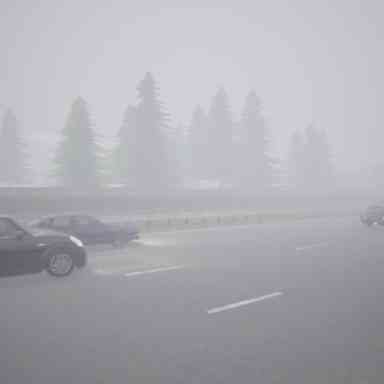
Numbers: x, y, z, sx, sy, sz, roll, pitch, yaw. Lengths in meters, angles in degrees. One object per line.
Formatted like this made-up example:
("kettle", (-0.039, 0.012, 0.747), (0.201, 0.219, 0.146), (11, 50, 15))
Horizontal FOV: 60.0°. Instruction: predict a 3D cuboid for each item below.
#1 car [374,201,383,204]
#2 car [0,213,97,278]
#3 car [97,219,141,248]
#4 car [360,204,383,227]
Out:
("car", (17.069, 1.554, 28.818), (4.902, 1.511, 2.128), (0, 0, -35))
("car", (-5.136, 1.353, 8.681), (4.553, 1.767, 2.097), (0, 0, -35))
("car", (-4.778, 1.555, 13.245), (5.357, 1.411, 2.033), (0, 0, -36))
("car", (13.033, 1.647, 21.639), (4.718, 1.301, 1.895), (0, 0, -36))
